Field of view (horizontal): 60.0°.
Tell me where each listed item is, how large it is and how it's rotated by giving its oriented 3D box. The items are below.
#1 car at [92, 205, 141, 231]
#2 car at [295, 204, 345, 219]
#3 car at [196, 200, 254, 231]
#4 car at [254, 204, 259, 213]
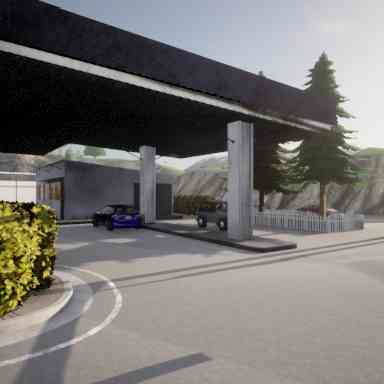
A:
[{"bbox_3d":[-5.207,1.675,22.762,2.242,1.667,4.611,0,0,-34],"label":"car"},{"bbox_3d":[10.899,1.765,28.491,1.994,1.385,4.181,0,0,-33],"label":"car"},{"bbox_3d":[1.909,1.510,22.270,1.905,1.878,3.866,0,0,-34],"label":"car"},{"bbox_3d":[5.730,1.553,36.487,2.097,1.767,4.553,0,0,-33],"label":"car"}]
